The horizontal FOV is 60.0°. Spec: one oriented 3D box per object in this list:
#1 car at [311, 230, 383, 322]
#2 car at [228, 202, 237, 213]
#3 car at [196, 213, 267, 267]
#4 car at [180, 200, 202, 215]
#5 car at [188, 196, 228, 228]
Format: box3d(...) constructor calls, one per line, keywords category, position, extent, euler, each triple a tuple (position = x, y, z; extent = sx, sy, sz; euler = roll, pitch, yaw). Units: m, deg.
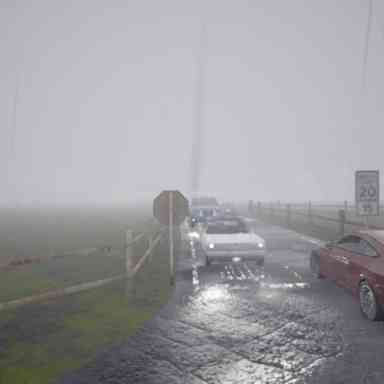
box3d(category="car", position=(4.016, 1.526, 7.045), extent=(1.812, 1.442, 4.674), euler=(-1, 0, 3))
box3d(category="car", position=(3.111, 1.684, 32.625), extent=(1.994, 1.385, 4.181), euler=(-1, 0, -5))
box3d(category="car", position=(1.262, 1.654, 11.854), extent=(1.895, 1.301, 4.718), euler=(-1, 0, -1))
box3d(category="car", position=(-0.213, 1.732, 37.581), extent=(2.033, 1.411, 5.357), euler=(-1, 0, -6))
box3d(category="car", position=(0.854, 1.332, 23.775), extent=(2.150, 2.045, 5.566), euler=(-1, 0, -4))
